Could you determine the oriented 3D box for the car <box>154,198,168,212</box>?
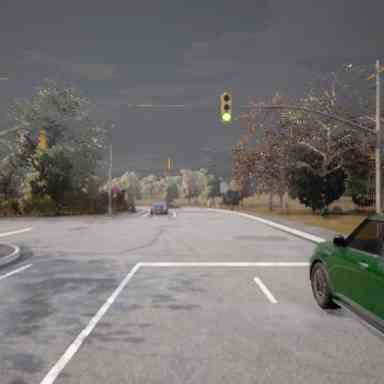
[{"bbox_3d":[-4.897,2.068,52.131,2.150,2.045,5.566,0,-2,-6],"label":"car"}]

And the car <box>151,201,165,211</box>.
[{"bbox_3d":[-6.428,2.548,62.565,2.097,1.767,4.553,0,-2,-10],"label":"car"}]

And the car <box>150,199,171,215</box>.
[{"bbox_3d":[-4.081,1.924,41.721,2.097,1.767,4.553,0,-1,-3],"label":"car"}]

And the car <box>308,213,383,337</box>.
[{"bbox_3d":[3.598,1.282,4.872,2.150,2.045,5.566,0,0,0],"label":"car"}]

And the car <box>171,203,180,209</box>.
[{"bbox_3d":[-4.461,3.326,81.414,2.128,1.511,4.902,0,-2,-22],"label":"car"}]
